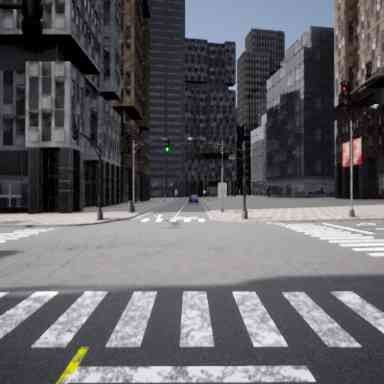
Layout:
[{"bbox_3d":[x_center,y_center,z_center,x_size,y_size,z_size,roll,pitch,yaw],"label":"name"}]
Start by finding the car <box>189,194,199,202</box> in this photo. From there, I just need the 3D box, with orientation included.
[{"bbox_3d":[0.384,1.266,73.368,2.097,1.767,4.553,0,0,1],"label":"car"}]

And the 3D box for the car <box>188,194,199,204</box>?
[{"bbox_3d":[0.290,1.496,62.944,1.882,1.535,5.008,0,0,1],"label":"car"}]
